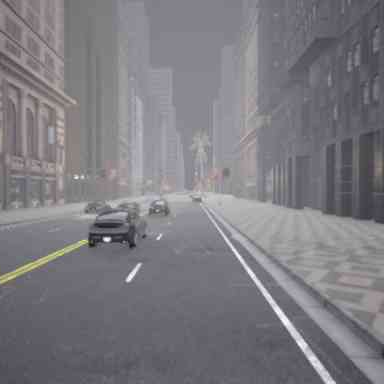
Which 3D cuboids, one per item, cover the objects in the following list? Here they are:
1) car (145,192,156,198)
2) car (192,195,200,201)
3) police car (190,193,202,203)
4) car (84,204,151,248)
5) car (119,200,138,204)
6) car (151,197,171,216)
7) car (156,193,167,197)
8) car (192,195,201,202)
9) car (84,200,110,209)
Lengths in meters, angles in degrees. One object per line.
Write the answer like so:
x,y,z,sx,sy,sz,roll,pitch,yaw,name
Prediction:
-9.718,1.269,76.452,1.895,1.301,4.718,0,0,0,car
1.009,1.430,80.654,1.812,1.442,4.674,0,0,0,car
1.003,1.362,64.763,1.930,1.638,5.238,0,0,0,police car
-3.144,1.504,14.739,1.837,1.490,4.892,0,0,0,car
-6.568,1.551,34.480,1.994,1.385,4.181,0,0,0,car
-3.135,1.514,32.750,1.812,1.442,4.674,0,0,0,car
-6.468,1.388,75.064,1.895,1.301,4.718,0,0,0,car
1.006,1.443,74.654,1.812,1.442,4.674,0,0,0,car
-9.817,1.551,34.864,1.994,1.385,4.181,0,0,0,car
